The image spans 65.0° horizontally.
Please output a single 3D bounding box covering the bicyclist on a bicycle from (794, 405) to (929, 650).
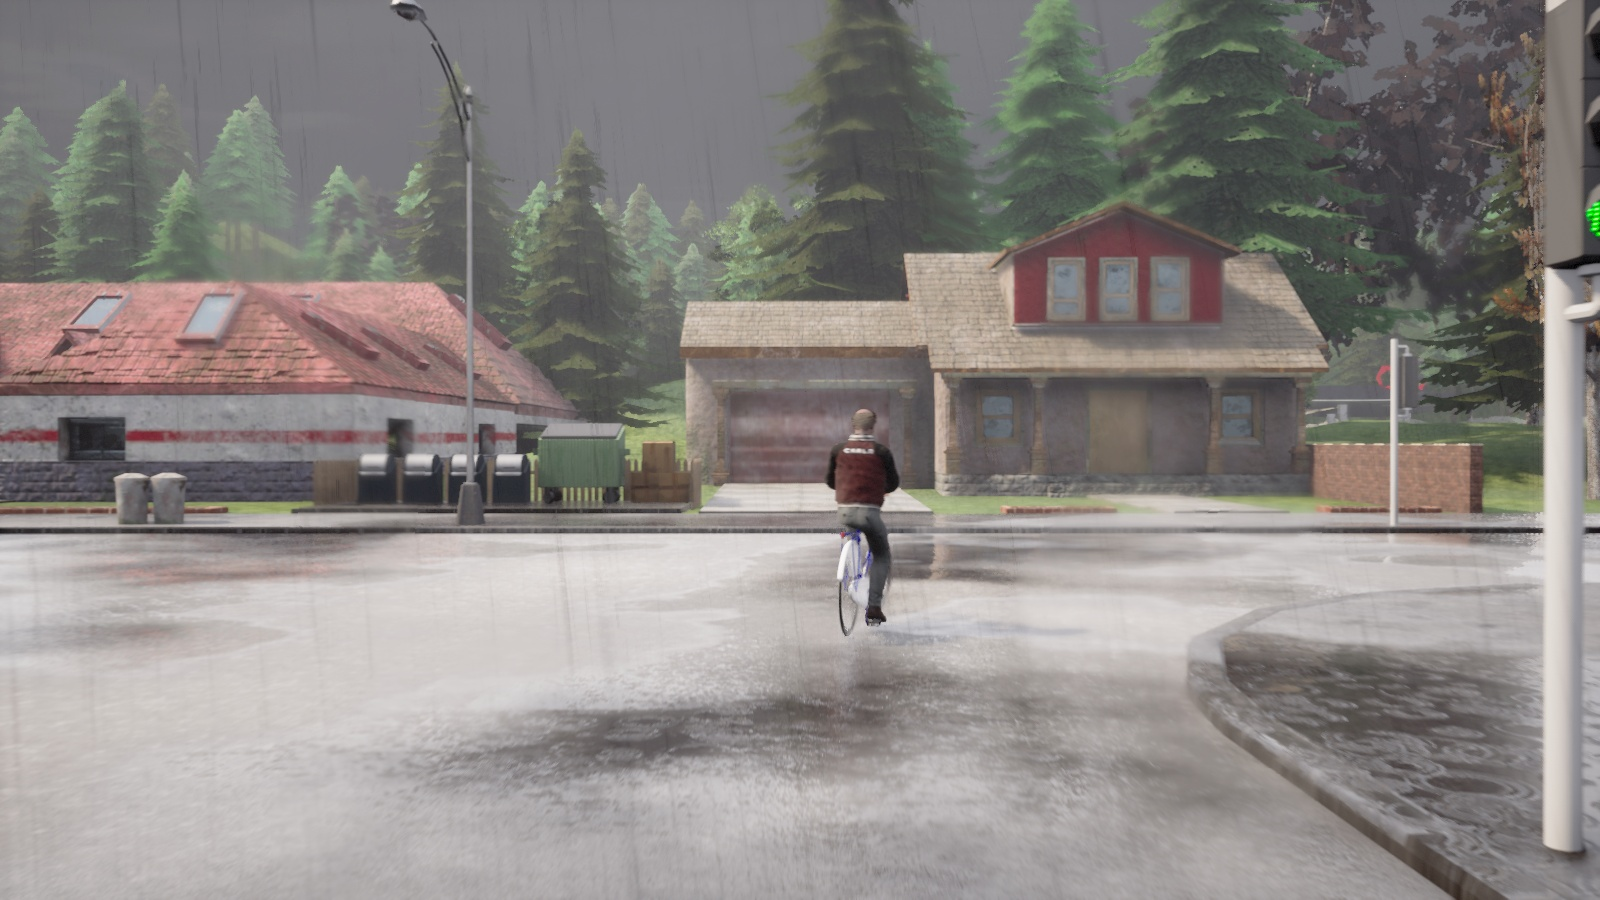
[{"bbox_3d":[0.538,0.557,10.161,0.659,1.776,1.843,2,1,15],"label":"bicyclist on a bicycle"}]
